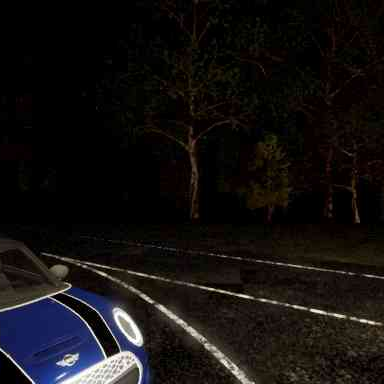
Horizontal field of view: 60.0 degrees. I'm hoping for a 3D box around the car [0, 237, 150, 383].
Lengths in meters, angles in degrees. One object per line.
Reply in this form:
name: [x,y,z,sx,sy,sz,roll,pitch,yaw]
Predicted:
car: [-2.634,1.338,3.756,4.553,1.767,2.097,1,0,35]
